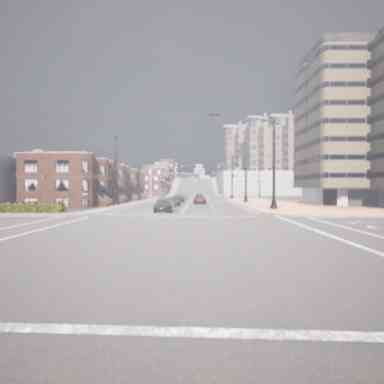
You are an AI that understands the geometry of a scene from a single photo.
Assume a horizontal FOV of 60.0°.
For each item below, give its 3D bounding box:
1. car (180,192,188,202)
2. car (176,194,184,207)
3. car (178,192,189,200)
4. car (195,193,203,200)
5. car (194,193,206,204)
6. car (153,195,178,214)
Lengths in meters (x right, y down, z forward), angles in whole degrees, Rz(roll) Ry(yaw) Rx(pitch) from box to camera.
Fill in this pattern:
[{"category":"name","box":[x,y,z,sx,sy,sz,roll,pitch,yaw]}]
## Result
[{"category":"car","box":[-2.267,1.147,58.870,1.882,1.535,5.008,0,0,2]},{"category":"car","box":[-2.575,1.343,46.495,1.994,1.385,4.181,0,1,1]},{"category":"car","box":[-1.881,0.862,73.833,2.128,1.511,4.902,0,1,1]},{"category":"car","box":[1.753,1.007,79.795,1.812,1.442,4.674,0,1,1]},{"category":"car","box":[1.298,1.267,54.935,1.994,1.385,4.181,0,1,1]},{"category":"car","box":[-2.871,1.395,34.367,1.837,1.490,4.892,0,0,2]}]
